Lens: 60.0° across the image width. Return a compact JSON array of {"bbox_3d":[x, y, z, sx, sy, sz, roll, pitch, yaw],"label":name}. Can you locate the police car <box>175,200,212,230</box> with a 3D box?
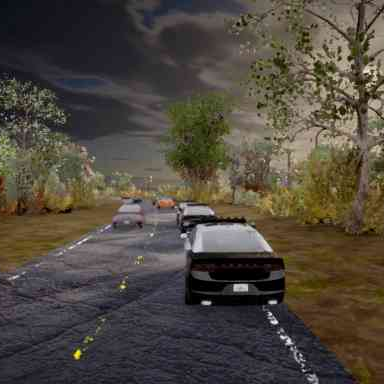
[{"bbox_3d":[0.241,1.424,18.310,1.930,1.638,5.238,0,0,-4],"label":"police car"}]

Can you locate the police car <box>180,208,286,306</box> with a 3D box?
[{"bbox_3d":[0.745,1.425,8.244,1.930,1.638,5.238,0,0,-2],"label":"police car"}]

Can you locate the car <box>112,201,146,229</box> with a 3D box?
[{"bbox_3d":[-4.015,1.524,21.846,1.812,1.442,4.674,0,0,-5],"label":"car"}]

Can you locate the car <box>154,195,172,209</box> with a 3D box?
[{"bbox_3d":[-3.686,1.348,45.655,2.097,1.767,4.553,0,0,-9],"label":"car"}]

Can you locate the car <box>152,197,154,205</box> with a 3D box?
[{"bbox_3d":[-5.860,1.346,57.952,2.097,1.767,4.553,0,0,-12],"label":"car"}]

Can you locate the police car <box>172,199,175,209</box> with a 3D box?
[{"bbox_3d":[-0.221,1.423,24.340,1.930,1.638,5.238,0,0,-5],"label":"police car"}]

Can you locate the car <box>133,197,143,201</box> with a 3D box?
[{"bbox_3d":[-10.397,1.595,64.082,1.895,1.301,4.718,0,0,-13],"label":"car"}]
